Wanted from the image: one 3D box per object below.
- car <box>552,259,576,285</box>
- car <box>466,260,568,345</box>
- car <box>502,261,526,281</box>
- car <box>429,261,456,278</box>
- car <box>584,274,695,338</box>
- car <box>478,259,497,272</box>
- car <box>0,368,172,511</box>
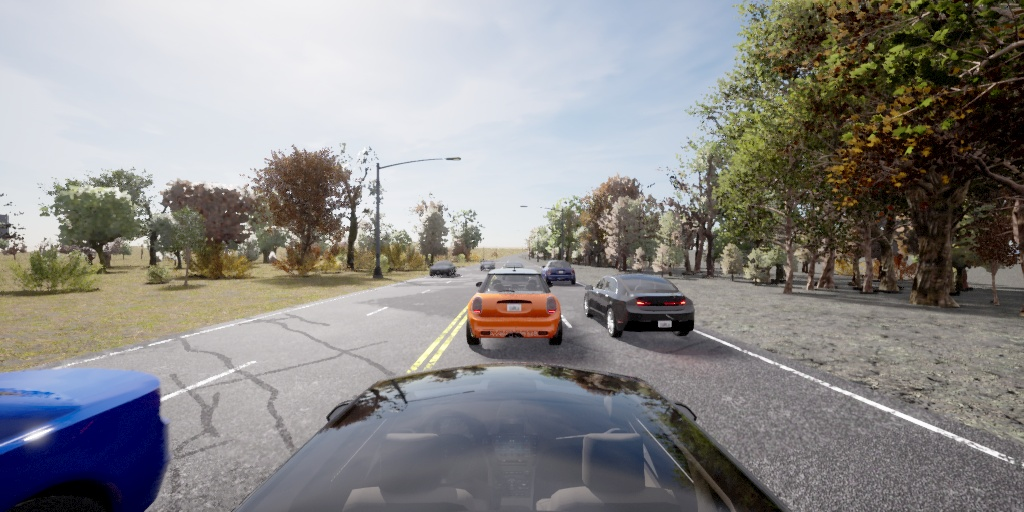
[{"bbox_3d":[3.329,1.092,26.442,2.097,1.767,4.553,-1,0,0],"label":"car"},{"bbox_3d":[0.066,1.101,9.639,2.097,1.767,4.553,0,0,0],"label":"car"},{"bbox_3d":[0.127,1.225,30.992,1.882,1.535,5.008,0,0,-1],"label":"car"},{"bbox_3d":[-6.564,1.224,34.444,1.882,1.535,5.008,0,0,0],"label":"car"},{"bbox_3d":[3.319,1.246,10.211,1.837,1.490,4.892,-1,0,0],"label":"car"},{"bbox_3d":[-3.223,1.238,47.910,2.128,1.511,4.902,0,0,0],"label":"car"},{"bbox_3d":[-3.351,1.228,0.392,1.882,1.535,5.008,0,0,0],"label":"car"}]
